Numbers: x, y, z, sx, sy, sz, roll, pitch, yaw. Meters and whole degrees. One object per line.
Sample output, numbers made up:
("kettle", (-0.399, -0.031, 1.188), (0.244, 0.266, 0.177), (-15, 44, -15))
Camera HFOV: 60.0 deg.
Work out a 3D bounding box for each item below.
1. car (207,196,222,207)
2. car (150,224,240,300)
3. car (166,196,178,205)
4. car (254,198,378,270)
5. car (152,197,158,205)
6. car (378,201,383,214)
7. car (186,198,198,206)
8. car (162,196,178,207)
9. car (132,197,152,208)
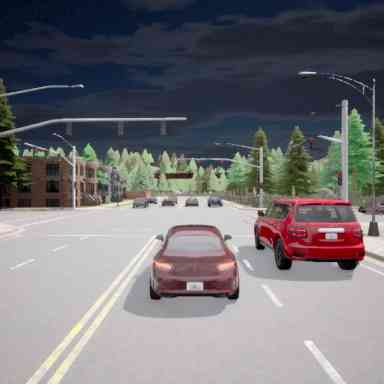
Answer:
("car", (3.509, 1.352, 52.177), (2.097, 1.767, 4.553), (0, 0, 0))
("car", (0.049, 1.526, 8.266), (1.812, 1.442, 4.674), (0, 0, 0))
("car", (-3.653, 1.503, 62.019), (1.837, 1.490, 4.892), (0, 0, 0))
("car", (3.557, 1.221, 11.146), (2.150, 2.045, 5.566), (0, 0, 0))
("car", (-7.171, 1.547, 59.086), (2.033, 1.411, 5.357), (0, 0, 0))
("car", (18.581, 1.564, 32.532), (4.181, 1.385, 1.994), (0, 0, 0))
("car", (0.008, 1.563, 53.162), (1.994, 1.385, 4.181), (0, 0, 0))
("car", (-3.648, 1.601, 51.734), (1.895, 1.301, 4.718), (0, 0, 0))
("car", (-7.165, 1.505, 46.954), (1.837, 1.490, 4.892), (0, 0, 0))
